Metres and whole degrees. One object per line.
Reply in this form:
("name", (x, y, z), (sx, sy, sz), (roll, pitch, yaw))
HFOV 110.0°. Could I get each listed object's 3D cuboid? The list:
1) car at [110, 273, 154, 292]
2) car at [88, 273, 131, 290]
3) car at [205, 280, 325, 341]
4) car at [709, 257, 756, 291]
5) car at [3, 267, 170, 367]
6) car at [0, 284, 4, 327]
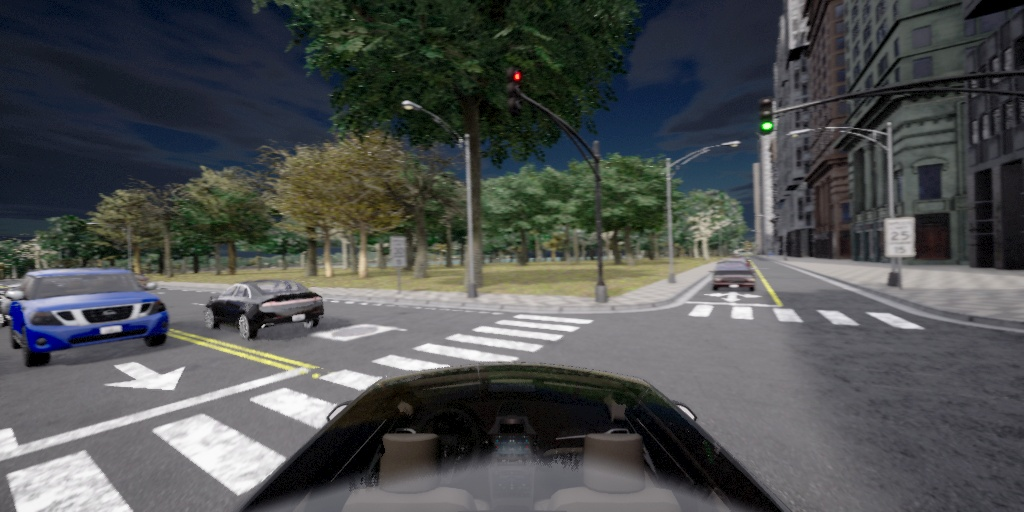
("car", (-33.521, 2.315, 31.629), (4.674, 1.442, 1.812), (-2, 0, 33))
("car", (-40.684, 2.518, 36.223), (4.902, 1.511, 2.128), (-2, 0, 33))
("car", (-7.609, 1.476, 10.910), (4.902, 1.511, 2.128), (-2, 0, 36))
("car", (11.788, 0.992, 19.267), (2.033, 1.411, 5.357), (-2, 0, 29))
("car", (-11.138, 1.339, 9.367), (5.566, 2.045, 2.150), (-2, 0, 33))
("car", (-19.498, 1.884, 14.741), (4.892, 1.490, 1.837), (-2, 1, 33))
